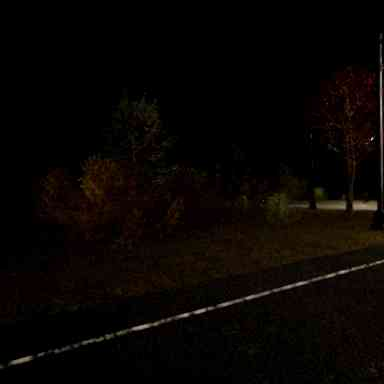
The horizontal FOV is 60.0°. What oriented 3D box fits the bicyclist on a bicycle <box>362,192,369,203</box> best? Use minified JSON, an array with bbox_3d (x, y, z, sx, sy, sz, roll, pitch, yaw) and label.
[{"bbox_3d":[25.579,0.841,48.986,1.656,1.620,0.582,-1,0,-30],"label":"bicyclist on a bicycle"}]
